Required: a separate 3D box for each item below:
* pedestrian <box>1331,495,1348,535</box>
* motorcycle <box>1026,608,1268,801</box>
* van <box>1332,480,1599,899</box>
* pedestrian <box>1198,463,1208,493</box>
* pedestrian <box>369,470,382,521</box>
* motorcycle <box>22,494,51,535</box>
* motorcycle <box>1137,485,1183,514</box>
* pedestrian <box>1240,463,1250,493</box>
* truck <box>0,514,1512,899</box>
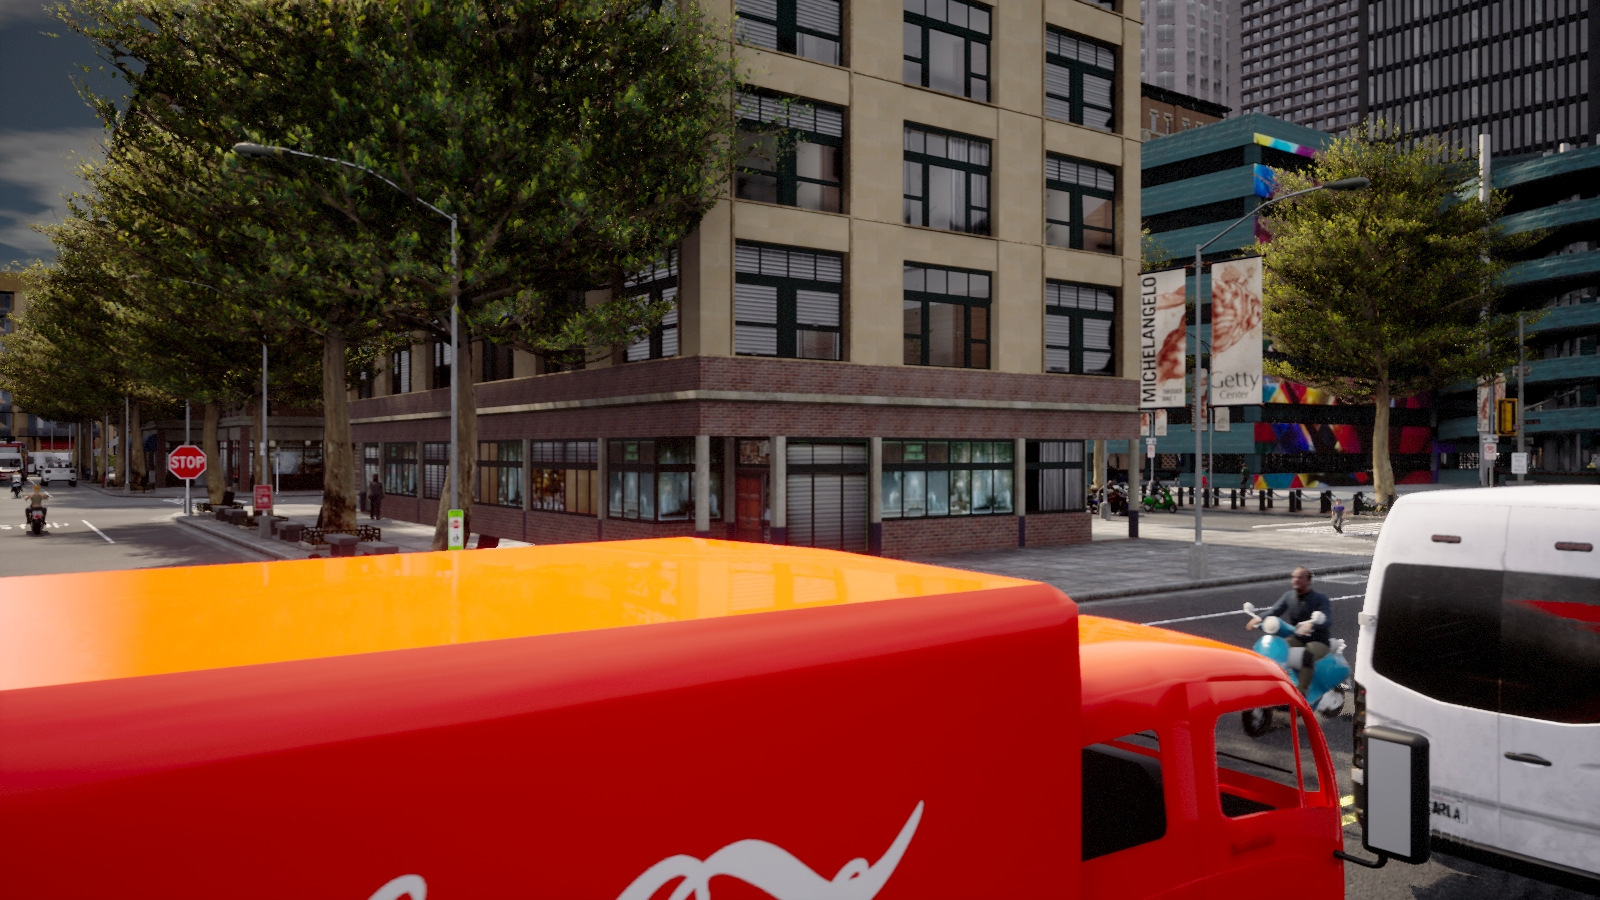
[{"bbox_3d":[17.886,2.141,37.885,0.375,1.300,0.375,0,0,-42],"label":"pedestrian"},{"bbox_3d":[3.116,2.172,10.137,2.356,1.277,0.764,0,0,-35],"label":"motorcycle"},{"bbox_3d":[6.455,1.539,8.318,5.915,2.561,1.988,0,0,-35],"label":"van"},{"bbox_3d":[24.656,1.717,69.896,0.375,1.860,0.375,0,0,-26],"label":"pedestrian"},{"bbox_3d":[-15.852,1.700,42.696,0.375,1.860,0.375,0,0,-36],"label":"pedestrian"},{"bbox_3d":[-26.004,2.171,38.894,0.764,1.277,2.356,0,0,-35],"label":"motorcycle"},{"bbox_3d":[16.103,2.196,51.173,0.856,1.236,1.805,0,0,-35],"label":"motorcycle"},{"bbox_3d":[27.586,1.717,70.832,0.375,1.860,0.375,0,0,-23],"label":"pedestrian"},{"bbox_3d":[-0.478,1.569,3.455,5.204,2.467,2.627,0,0,-35],"label":"truck"}]
